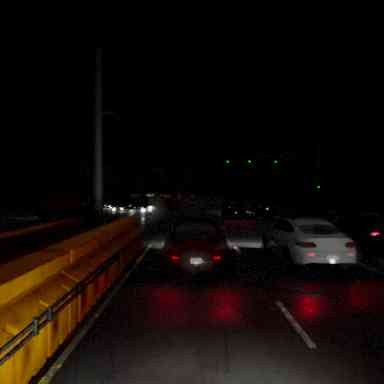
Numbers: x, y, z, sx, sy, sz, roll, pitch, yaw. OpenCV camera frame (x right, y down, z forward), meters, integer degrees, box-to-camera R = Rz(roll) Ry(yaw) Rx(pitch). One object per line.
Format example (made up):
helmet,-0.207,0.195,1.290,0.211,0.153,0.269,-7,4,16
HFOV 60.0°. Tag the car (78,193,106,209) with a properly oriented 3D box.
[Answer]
car,-14.049,1.206,47.167,2.150,2.045,5.566,0,0,1

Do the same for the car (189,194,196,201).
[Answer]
car,0.059,1.448,88.813,1.882,1.535,5.008,0,0,0

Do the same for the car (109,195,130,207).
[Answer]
car,-10.535,1.547,49.475,1.994,1.385,4.181,0,0,0

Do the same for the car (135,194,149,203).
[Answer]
car,-10.454,1.332,69.775,2.097,1.767,4.553,0,0,0

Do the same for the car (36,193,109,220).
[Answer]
car,-9.785,1.212,26.564,5.566,2.045,2.150,0,0,24

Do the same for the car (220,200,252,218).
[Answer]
car,3.618,1.481,29.558,2.128,1.511,4.902,0,0,0

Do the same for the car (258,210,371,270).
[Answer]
car,3.607,1.522,10.846,1.812,1.442,4.674,0,0,0

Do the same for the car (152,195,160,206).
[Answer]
car,-6.999,1.473,54.841,2.128,1.511,4.902,0,0,0

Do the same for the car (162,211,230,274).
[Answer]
car,0.108,1.522,10.460,1.812,1.442,4.674,0,0,0

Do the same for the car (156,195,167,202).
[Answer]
car,-6.950,1.514,75.414,2.033,1.411,5.357,0,0,0

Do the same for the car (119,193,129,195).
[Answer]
car,-13.955,1.202,68.014,2.150,2.045,5.566,0,0,0

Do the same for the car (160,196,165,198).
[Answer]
car,-6.957,1.330,64.861,2.097,1.767,4.553,0,0,0

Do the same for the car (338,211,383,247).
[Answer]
car,7.109,1.543,14.310,2.033,1.411,5.357,0,0,0

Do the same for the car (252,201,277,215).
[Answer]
car,7.121,1.552,33.434,1.994,1.385,4.181,0,0,0

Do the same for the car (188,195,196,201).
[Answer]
car,0.053,1.569,78.873,1.895,1.301,4.718,0,0,0

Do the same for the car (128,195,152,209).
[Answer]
car,-7.048,1.510,45.574,1.812,1.442,4.674,0,0,0
